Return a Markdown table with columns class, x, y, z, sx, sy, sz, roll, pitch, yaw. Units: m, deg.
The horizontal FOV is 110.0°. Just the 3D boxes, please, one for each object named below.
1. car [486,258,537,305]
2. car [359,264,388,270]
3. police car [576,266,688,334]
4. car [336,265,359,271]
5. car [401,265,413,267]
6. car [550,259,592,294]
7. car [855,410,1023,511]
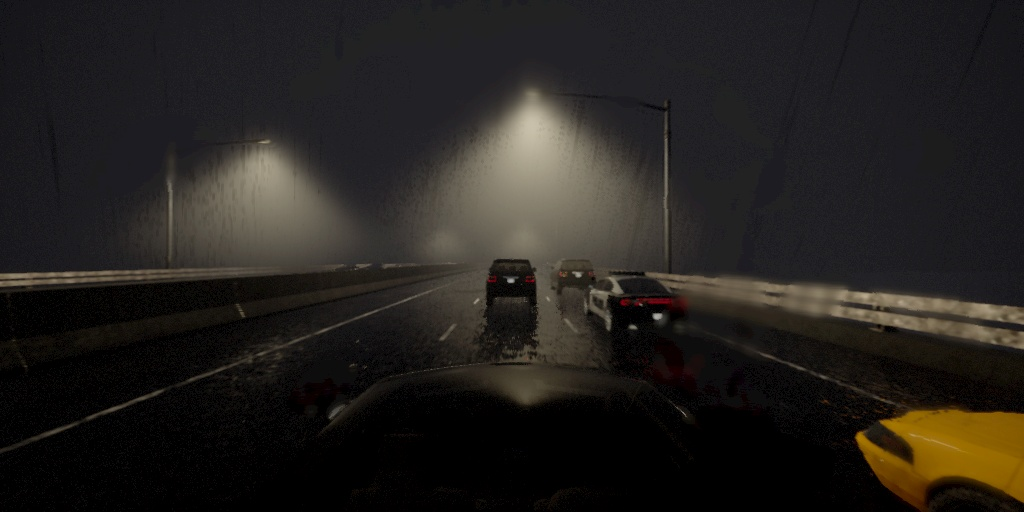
| class | x | y | z | sx | sy | sz | roll | pitch | yaw |
| --- | --- | --- | --- | --- | --- | --- | --- | --- | --- |
| car | 0.001 | 1.128 | 17.242 | 2.150 | 2.045 | 5.566 | 0 | 0 | 1 |
| car | -17.000 | 1.722 | 45.040 | 1.812 | 1.442 | 4.674 | 0 | -1 | 2 |
| police car | 3.519 | 1.270 | 11.191 | 1.930 | 1.638 | 5.238 | 0 | -1 | 0 |
| car | -20.497 | 1.761 | 45.218 | 1.994 | 1.385 | 4.181 | 0 | -1 | 2 |
| car | -13.483 | 1.806 | 45.526 | 1.895 | 1.301 | 4.718 | 0 | -1 | 2 |
| car | 3.609 | 1.181 | 22.035 | 2.150 | 2.045 | 5.566 | 0 | -1 | 1 |
| car | 3.497 | 1.197 | 0.348 | 1.801 | 1.575 | 5.366 | 0 | -1 | 0 |
